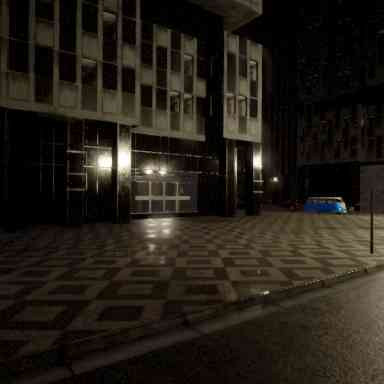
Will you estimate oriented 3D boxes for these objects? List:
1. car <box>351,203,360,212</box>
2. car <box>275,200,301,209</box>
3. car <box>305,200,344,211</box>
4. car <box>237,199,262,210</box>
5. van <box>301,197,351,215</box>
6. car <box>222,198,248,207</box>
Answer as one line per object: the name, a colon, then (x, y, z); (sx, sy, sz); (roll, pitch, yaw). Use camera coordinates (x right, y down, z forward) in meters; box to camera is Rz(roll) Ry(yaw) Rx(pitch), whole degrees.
car: (20.615, 1.726, 39.102); (1.947, 1.339, 4.313); (0, 0, -36)
car: (14.042, 1.820, 48.291); (1.802, 1.307, 4.206); (0, 0, -36)
car: (17.329, 1.750, 43.697); (2.008, 1.369, 4.403); (0, 0, -36)
car: (7.114, 1.708, 43.324); (1.887, 1.381, 4.507); (0, 0, -36)
van: (13.687, 1.426, 34.137); (1.690, 1.788, 3.998); (0, 0, -36)
car: (7.370, 1.841, 57.617); (1.752, 1.417, 4.829); (0, 0, -36)
